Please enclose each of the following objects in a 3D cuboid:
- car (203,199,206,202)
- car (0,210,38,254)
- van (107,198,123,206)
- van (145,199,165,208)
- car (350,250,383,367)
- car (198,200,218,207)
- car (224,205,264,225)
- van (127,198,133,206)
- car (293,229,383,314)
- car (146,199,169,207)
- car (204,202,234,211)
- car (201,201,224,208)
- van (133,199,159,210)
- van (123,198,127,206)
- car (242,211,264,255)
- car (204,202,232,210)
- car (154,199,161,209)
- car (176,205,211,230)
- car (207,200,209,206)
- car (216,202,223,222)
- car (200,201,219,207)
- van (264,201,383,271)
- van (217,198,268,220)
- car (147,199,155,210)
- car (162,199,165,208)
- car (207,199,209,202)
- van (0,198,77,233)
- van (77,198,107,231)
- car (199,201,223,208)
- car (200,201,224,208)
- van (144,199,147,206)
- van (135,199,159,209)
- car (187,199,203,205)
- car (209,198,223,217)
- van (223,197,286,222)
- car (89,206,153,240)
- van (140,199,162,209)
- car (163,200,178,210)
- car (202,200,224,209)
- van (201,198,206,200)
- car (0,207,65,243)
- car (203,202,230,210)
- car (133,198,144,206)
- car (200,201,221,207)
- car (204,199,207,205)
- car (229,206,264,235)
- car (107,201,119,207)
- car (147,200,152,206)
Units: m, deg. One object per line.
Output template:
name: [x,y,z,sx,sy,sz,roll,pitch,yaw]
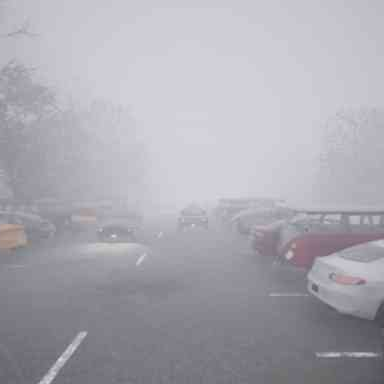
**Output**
car: [4.471,2.230,50.442,4.892,1.521,2.231,0,-1,0]
car: [-8.550,1.569,11.772,5.008,1.535,2.097,0,0,0]
van: [-8.459,1.481,28.245,4.442,1.987,1.878,0,-1,0]
van: [-8.754,2.693,78.096,4.442,1.987,1.878,0,-2,0]
car: [4.506,1.535,3.274,4.792,1.488,2.163,0,0,0]
car: [4.397,3.115,92.066,5.566,2.045,2.435,0,-2,0]
car: [4.512,1.669,19.930,4.674,1.452,2.002,0,0,0]
van: [-8.699,1.612,33.791,4.442,1.987,1.878,0,-1,0]
car: [4.530,1.566,6.049,4.674,1.452,2.002,0,0,0]
car: [-8.673,2.848,83.757,5.566,2.045,2.435,0,-2,0]
car: [4.499,2.389,55.992,4.792,1.488,2.163,0,-1,0]
car: [4.456,2.761,72.646,4.892,1.521,2.231,0,-2,0]
van: [-8.500,2.266,61.611,4.442,1.987,1.878,0,-1,0]
van: [-8.695,1.549,31.147,4.442,1.987,1.878,0,-1,0]
car: [4.520,1.567,11.602,5.008,1.535,2.097,0,0,0]
car: [4.496,2.454,58.768,4.792,1.488,2.163,0,-1,0]
car: [-8.582,2.111,56.074,5.566,2.045,2.435,0,-1,0]
car: [0.072,1.771,22.689,1.895,1.301,4.718,0,0,0]
car: [4.500,1.902,36.565,5.008,1.535,2.097,0,-1,0]
car: [4.479,1.700,25.488,4.792,1.488,2.163,0,-1,0]
car: [4.426,3.188,86.508,4.892,1.521,2.231,0,-2,0]
van: [4.412,1.321,8.827,4.442,1.987,1.878,0,0,0]
van: [4.618,1.546,31.019,4.442,1.987,1.878,0,-1,0]
car: [-8.597,2.231,50.528,5.008,1.535,2.097,0,-1,0]
car: [-8.629,2.622,67.144,5.008,1.535,2.097,0,-1,0]
car: [4.519,1.907,42.119,4.553,1.767,2.185,0,-1,0]
van: [-8.679,1.384,17.314,4.442,1.987,1.878,0,0,0]
van: [-8.452,1.426,22.854,4.442,1.987,1.878,0,0,0]
car: [4.261,2.834,75.412,5.366,1.575,1.946,0,-2,0]
car: [4.628,2.914,78.064,5.366,1.575,1.946,0,-2,0]
van: [-8.712,1.872,44.869,4.442,1.987,1.878,0,-1,0]
van: [-8.736,2.332,64.381,4.442,1.987,1.878,0,-1,0]
car: [0.077,1.992,40.122,1.837,1.490,4.892,2,-1,0]
car: [4.476,1.455,28.244,5.566,2.045,2.435,0,-1,0]
van: [4.628,1.424,22.708,4.442,1.987,1.878,0,0,0]
car: [-3.617,1.683,18.039,2.033,1.411,5.357,0,0,0]
van: [-8.519,2.465,69.935,4.442,1.987,1.878,0,-1,0]
car: [-3.611,2.567,59.670,1.895,1.301,4.718,0,-1,1]
car: [4.422,2.563,69.870,4.553,1.767,2.185,0,-1,0]
van: [4.343,2.330,64.324,4.442,1.987,1.878,0,-1,0]
car: [-8.552,1.591,14.543,4.892,1.521,2.231,0,0,0]
car: [4.492,2.520,61.543,4.792,1.488,2.163,0,-1,0]
car: [-8.557,1.651,36.562,5.566,2.045,2.435,0,-1,0]
car: [4.621,3.095,83.734,5.366,1.575,1.946,0,-2,0]
car: [4.669,2.095,44.891,5.366,1.575,1.946,0,-1,0]
car: [4.548,1.638,17.153,4.792,1.488,2.163,0,0,0]
car: [-8.577,1.672,25.622,5.008,1.535,2.097,0,0,0]
car: [-8.602,2.203,47.633,4.674,1.452,2.002,0,-1,0]
